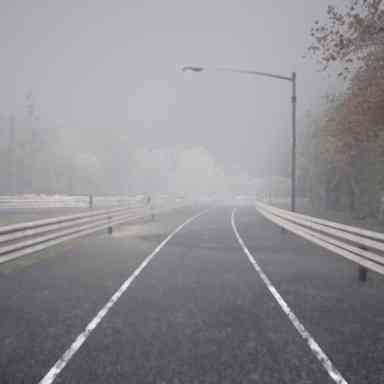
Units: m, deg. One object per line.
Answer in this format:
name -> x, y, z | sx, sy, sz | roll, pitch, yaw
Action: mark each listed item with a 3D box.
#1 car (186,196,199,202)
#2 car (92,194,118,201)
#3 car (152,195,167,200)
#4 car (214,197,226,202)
car -> 0.083, 1.729, 81.951 | 1.882, 1.535, 5.008 | 0, -1, 25
car -> -13.699, 1.043, 52.322 | 2.097, 1.767, 4.553 | 0, -1, 25
car -> -5.656, 1.295, 52.996 | 2.128, 1.511, 4.902 | 0, -1, 25
car -> 7.452, 1.980, 89.558 | 2.033, 1.411, 5.357 | 0, -1, 25
